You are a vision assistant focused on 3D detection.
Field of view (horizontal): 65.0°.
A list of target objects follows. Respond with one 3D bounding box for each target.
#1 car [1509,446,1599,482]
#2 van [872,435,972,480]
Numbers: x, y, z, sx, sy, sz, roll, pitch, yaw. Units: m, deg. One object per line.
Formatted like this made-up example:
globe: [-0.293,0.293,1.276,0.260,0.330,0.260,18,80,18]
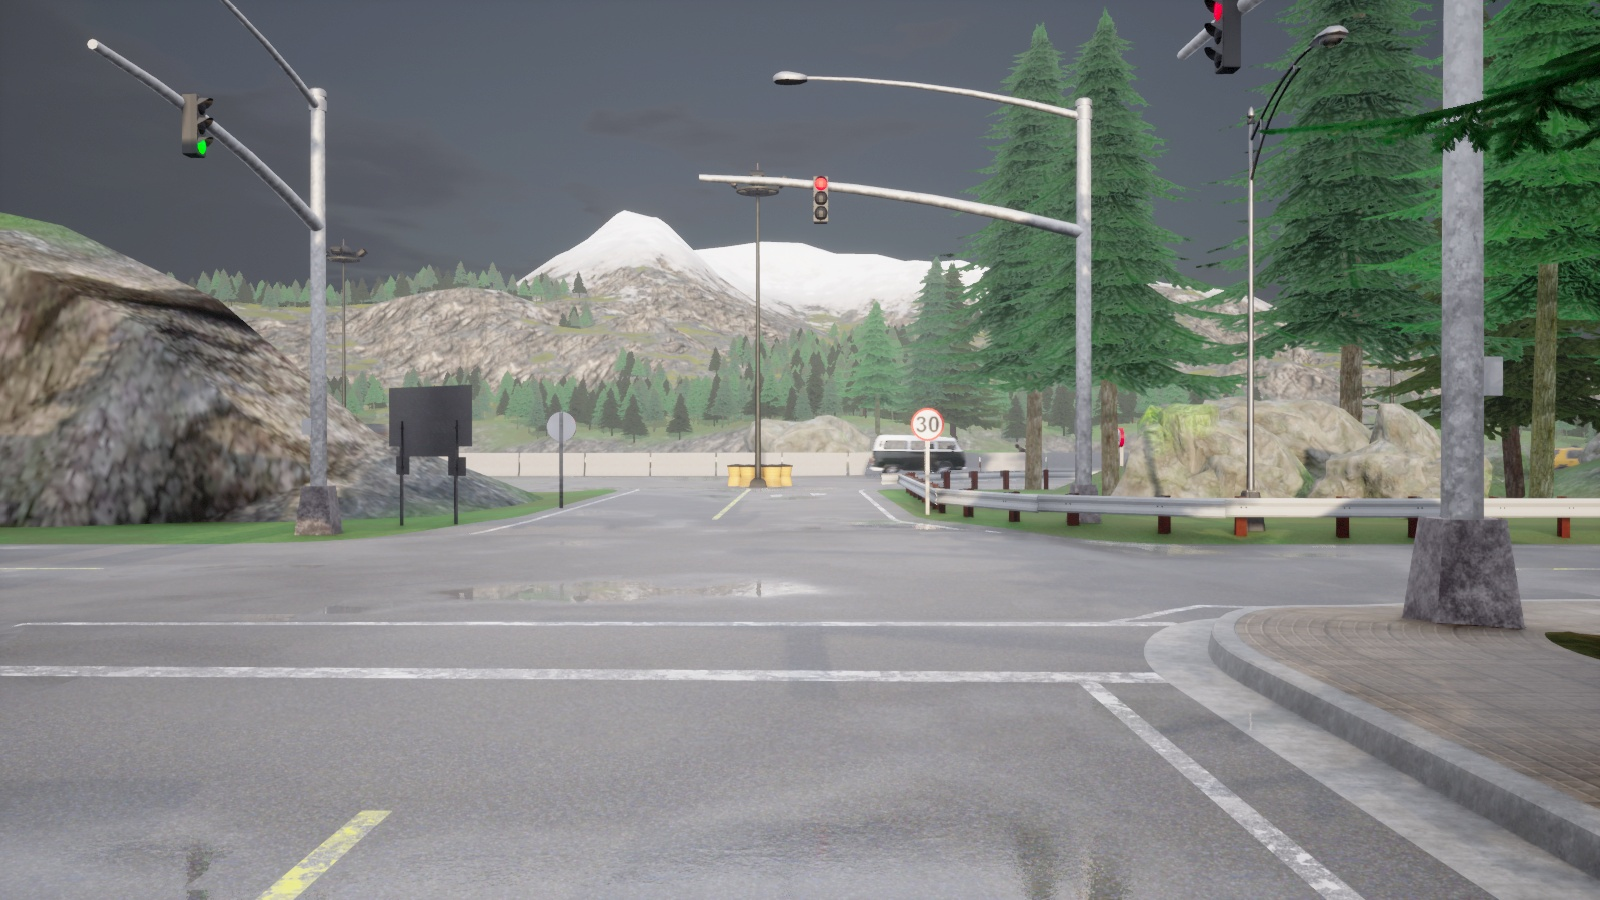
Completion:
car: [34.506,0.597,55.436,5.366,1.575,1.801,0,0,0]
van: [5.692,0.331,59.140,4.480,2.038,2.069,1,0,0]
